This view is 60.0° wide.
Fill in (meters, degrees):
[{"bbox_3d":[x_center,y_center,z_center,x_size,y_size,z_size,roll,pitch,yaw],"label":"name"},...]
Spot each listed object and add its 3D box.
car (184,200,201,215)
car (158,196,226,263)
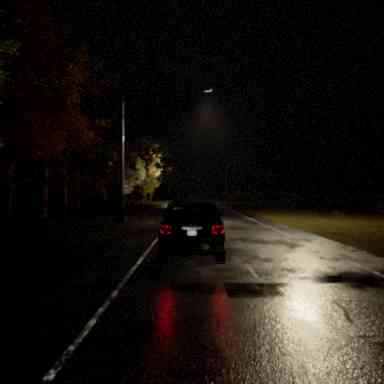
[{"bbox_3d":[0.004,1.730,38.358,1.837,1.490,4.892,0,0,0],"label":"car"},{"bbox_3d":[0.000,1.300,12.383,2.150,2.045,5.566,0,0,0],"label":"car"}]
